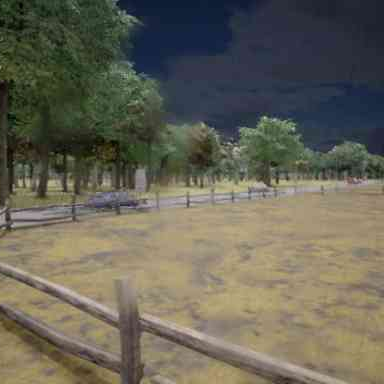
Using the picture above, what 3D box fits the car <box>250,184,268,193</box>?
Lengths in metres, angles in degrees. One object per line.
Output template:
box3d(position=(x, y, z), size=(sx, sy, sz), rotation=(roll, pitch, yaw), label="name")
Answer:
box3d(position=(11.203, -0.585, 55.677), size=(1.812, 1.442, 4.674), rotation=(1, 3, 36), label="car")

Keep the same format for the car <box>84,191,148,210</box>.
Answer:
box3d(position=(-5.869, 0.614, 26.211), size=(2.033, 1.411, 5.357), rotation=(1, 3, 36), label="car")
